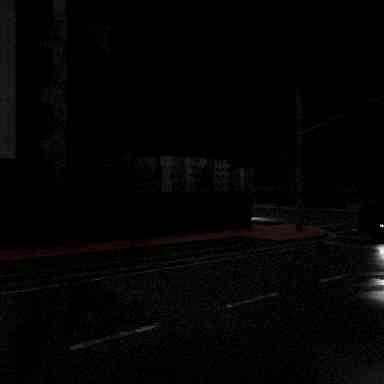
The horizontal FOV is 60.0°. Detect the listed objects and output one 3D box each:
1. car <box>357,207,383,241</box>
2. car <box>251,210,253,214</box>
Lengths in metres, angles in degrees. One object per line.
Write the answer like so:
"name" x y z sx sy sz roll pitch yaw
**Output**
"car" 9.556 1.492 16.389 2.128 1.511 4.902 1 0 15
"car" 3.082 1.547 30.721 2.033 1.411 5.357 0 0 -37
